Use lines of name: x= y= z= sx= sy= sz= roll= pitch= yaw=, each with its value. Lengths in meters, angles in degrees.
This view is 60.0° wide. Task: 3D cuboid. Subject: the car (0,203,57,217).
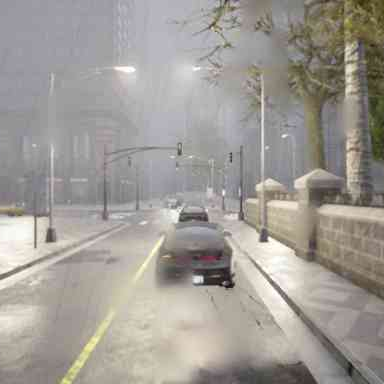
car: x=-14.953 y=1.608 z=30.485 sx=4.829 sy=1.417 sz=1.752 roll=1 pitch=-1 yaw=0

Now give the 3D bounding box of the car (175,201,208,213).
car: x=0.086 y=1.635 z=22.690 sx=1.882 sy=1.535 sz=5.008 roll=0 pitch=0 yaw=0

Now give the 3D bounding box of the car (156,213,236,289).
car: x=0.094 y=1.572 z=9.352 sx=1.837 sy=1.490 sz=4.892 roll=0 pitch=0 yaw=0

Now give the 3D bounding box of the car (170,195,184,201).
car: x=-3.109 y=1.501 z=59.377 sx=2.150 sy=2.045 sz=5.566 roll=0 pitch=0 yaw=1

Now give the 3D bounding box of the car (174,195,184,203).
car: x=-3.054 y=1.607 z=79.659 sx=2.097 sy=1.767 sz=4.553 roll=0 pitch=0 yaw=0

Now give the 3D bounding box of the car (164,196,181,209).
car: x=-3.124 y=1.766 z=49.490 sx=2.128 sy=1.511 sz=4.902 roll=0 pitch=0 yaw=0

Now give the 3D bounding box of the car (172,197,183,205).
car: x=-3.047 y=1.793 z=69.370 sx=2.128 sy=1.511 sz=4.902 roll=0 pitch=0 yaw=0
